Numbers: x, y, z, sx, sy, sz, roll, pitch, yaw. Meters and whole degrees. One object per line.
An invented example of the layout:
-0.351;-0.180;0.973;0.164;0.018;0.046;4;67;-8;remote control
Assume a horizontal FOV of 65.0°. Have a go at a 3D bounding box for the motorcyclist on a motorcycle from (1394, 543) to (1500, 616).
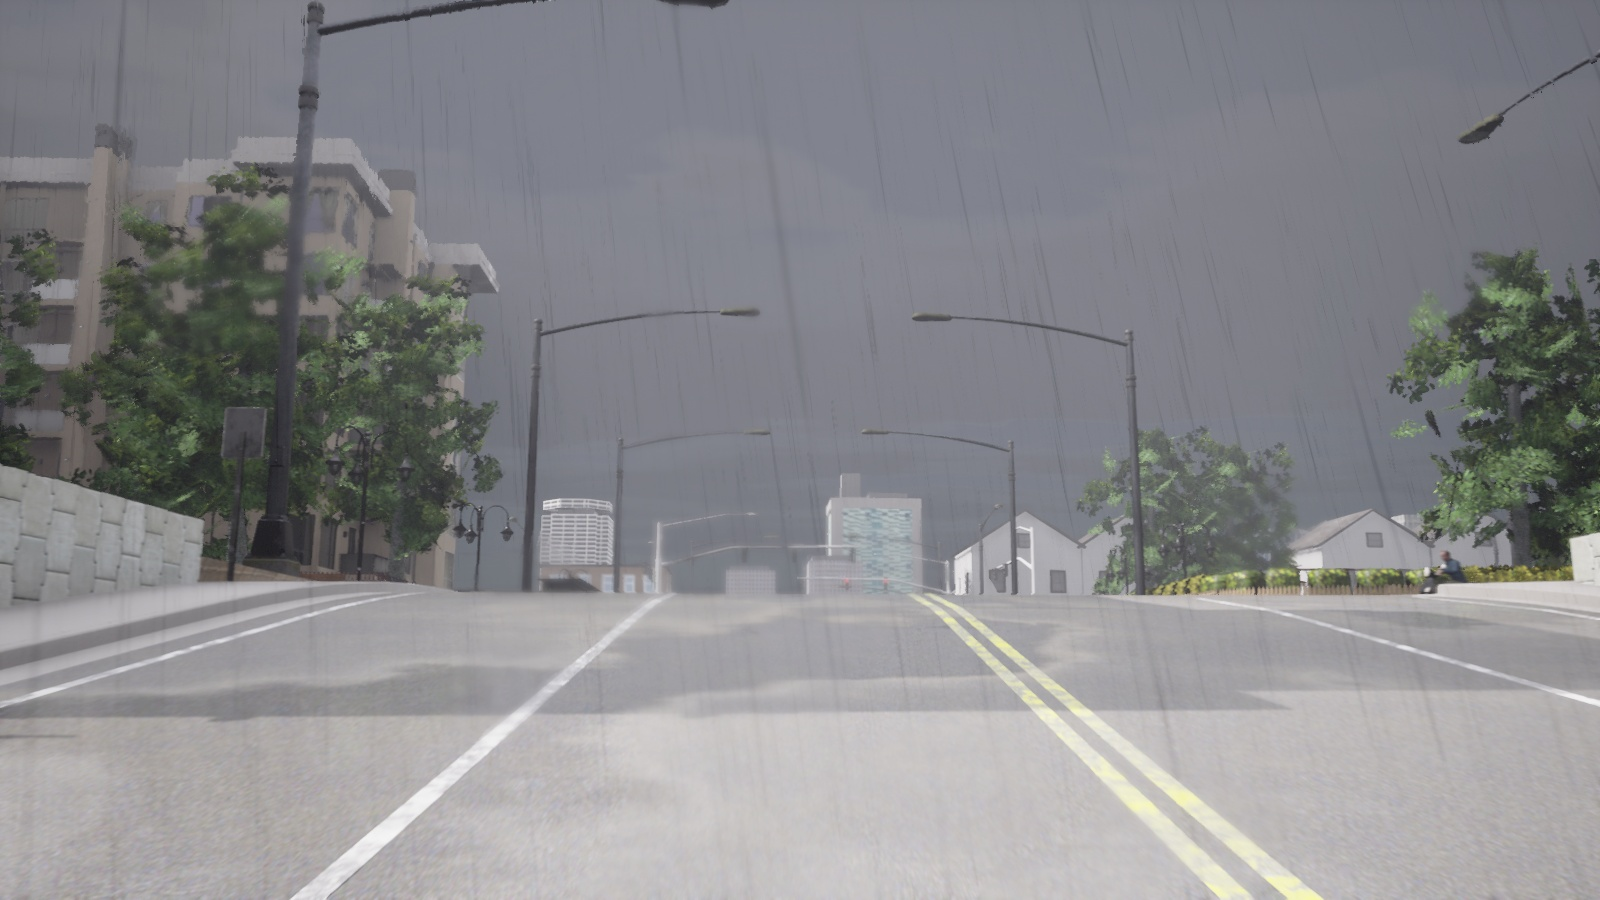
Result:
14.790;2.964;28.754;1.817;1.590;0.866;0;-11;-1;motorcyclist on a motorcycle
